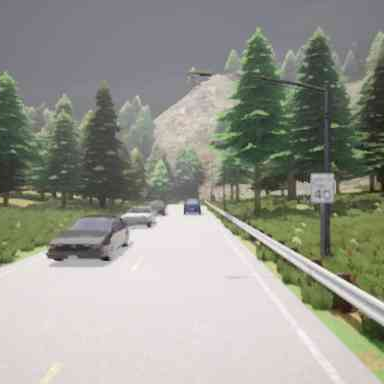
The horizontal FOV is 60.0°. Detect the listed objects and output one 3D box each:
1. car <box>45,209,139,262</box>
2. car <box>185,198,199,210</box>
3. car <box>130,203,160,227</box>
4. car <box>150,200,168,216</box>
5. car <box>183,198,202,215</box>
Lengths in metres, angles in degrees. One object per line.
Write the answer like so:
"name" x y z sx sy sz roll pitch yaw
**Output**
"car" -3.589 1.597 12.677 2.033 1.411 5.357 0 0 0
"car" 0.049 1.651 47.971 1.882 1.535 5.008 0 0 0
"car" -3.578 1.688 23.262 1.895 1.301 4.718 0 0 0
"car" -3.537 1.629 33.745 1.837 1.490 4.892 0 0 0
"car" 0.027 1.609 36.107 1.882 1.535 5.008 0 0 0
